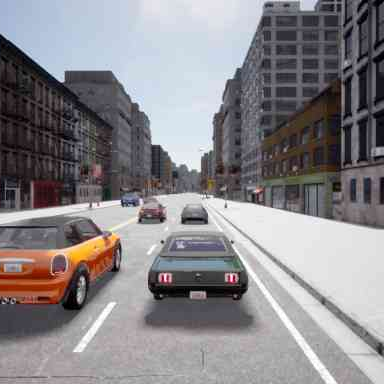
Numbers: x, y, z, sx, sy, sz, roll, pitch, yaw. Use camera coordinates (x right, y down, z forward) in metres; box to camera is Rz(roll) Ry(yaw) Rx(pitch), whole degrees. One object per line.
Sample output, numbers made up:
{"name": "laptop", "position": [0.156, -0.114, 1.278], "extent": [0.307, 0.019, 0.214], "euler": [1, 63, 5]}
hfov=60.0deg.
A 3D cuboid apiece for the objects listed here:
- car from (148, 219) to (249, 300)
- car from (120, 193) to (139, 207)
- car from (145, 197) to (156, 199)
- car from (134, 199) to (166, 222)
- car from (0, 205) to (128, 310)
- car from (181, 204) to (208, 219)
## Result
{"name": "car", "position": [0.132, 1.601, 8.316], "extent": [1.895, 1.301, 4.718], "euler": [0, 0, 0]}
{"name": "car", "position": [-9.565, 1.243, 51.738], "extent": [2.150, 2.045, 5.566], "euler": [0, -1, 1]}
{"name": "car", "position": [-6.336, 1.523, 50.482], "extent": [1.837, 1.490, 4.892], "euler": [0, -1, 1]}
{"name": "car", "position": [-3.048, 1.532, 26.025], "extent": [1.812, 1.442, 4.674], "euler": [0, 0, 0]}
{"name": "car", "position": [-3.122, 1.352, 7.976], "extent": [2.097, 1.767, 4.553], "euler": [0, 0, 1]}
{"name": "car", "position": [0.199, 1.570, 25.278], "extent": [1.994, 1.385, 4.181], "euler": [0, 0, 0]}
